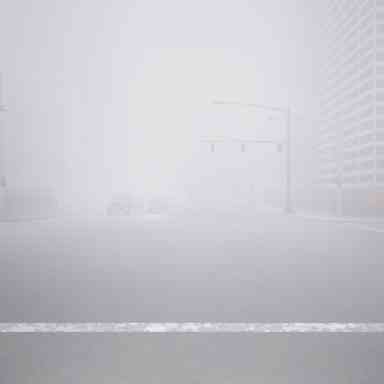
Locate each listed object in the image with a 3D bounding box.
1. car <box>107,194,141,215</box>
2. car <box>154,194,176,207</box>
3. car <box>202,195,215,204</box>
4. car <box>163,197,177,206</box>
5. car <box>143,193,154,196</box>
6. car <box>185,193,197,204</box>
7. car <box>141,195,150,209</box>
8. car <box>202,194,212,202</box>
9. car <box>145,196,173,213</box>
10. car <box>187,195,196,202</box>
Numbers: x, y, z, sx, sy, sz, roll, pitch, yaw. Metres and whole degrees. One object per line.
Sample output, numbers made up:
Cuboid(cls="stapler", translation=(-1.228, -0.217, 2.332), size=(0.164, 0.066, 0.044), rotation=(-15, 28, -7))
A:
Cuboid(cls="car", translation=(-7.157, 1.221, 34.590), size=(2.150, 2.045, 5.566), rotation=(0, 0, 2))
Cuboid(cls="car", translation=(-3.696, 1.352, 46.730), size=(2.097, 1.767, 4.553), rotation=(0, 0, 0))
Cuboid(cls="car", translation=(3.457, 1.526, 64.730), size=(1.812, 1.442, 4.674), rotation=(0, 0, 0))
Cuboid(cls="car", translation=(-3.709, 1.564, 56.543), size=(1.994, 1.385, 4.181), rotation=(0, 0, 0))
Cuboid(cls="car", translation=(-7.207, 1.220, 55.363), size=(2.150, 2.045, 5.566), rotation=(0, 0, 0))
Cuboid(cls="car", translation=(-0.137, 1.221, 63.810), size=(2.150, 2.045, 5.566), rotation=(0, 0, 0))
Cuboid(cls="car", translation=(-7.197, 1.547, 44.842), size=(2.033, 1.411, 5.357), rotation=(0, 0, 0))
Cuboid(cls="car", translation=(3.343, 1.355, 74.633), size=(2.097, 1.767, 4.553), rotation=(0, 0, 0))
Cuboid(cls="car", translation=(-3.681, 1.492, 37.513), size=(2.128, 1.511, 4.902), rotation=(0, 0, 0))
Cuboid(cls="car", translation=(-0.160, 1.382, 74.481), size=(1.994, 1.385, 4.181), rotation=(0, 0, 0))
